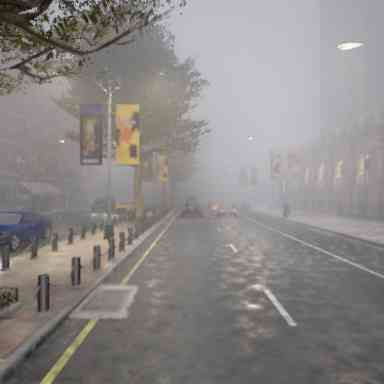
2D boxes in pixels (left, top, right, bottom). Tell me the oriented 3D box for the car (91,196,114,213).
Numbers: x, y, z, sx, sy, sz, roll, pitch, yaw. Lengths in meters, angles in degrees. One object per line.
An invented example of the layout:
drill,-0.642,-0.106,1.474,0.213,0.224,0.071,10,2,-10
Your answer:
car,-11.543,1.602,43.979,2.150,2.045,5.566,0,-1,1

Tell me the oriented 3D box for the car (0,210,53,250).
car,-8.099,1.608,15.099,1.882,1.535,5.008,0,0,0

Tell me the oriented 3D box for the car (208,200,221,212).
car,3.503,1.862,44.544,1.882,1.535,5.008,0,0,0

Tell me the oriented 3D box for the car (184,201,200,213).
car,0.003,1.948,44.614,1.994,1.385,4.181,0,0,0

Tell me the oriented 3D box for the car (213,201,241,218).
car,3.503,1.897,34.298,1.895,1.301,4.718,0,0,0

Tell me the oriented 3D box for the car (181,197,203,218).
car,0.003,1.648,34.324,2.097,1.767,4.553,0,0,0

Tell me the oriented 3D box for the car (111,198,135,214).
car,-8.069,1.826,40.418,1.882,1.535,5.008,0,-1,0

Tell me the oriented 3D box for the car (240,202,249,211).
car,6.753,2.002,47.197,1.895,1.301,4.718,0,0,0
